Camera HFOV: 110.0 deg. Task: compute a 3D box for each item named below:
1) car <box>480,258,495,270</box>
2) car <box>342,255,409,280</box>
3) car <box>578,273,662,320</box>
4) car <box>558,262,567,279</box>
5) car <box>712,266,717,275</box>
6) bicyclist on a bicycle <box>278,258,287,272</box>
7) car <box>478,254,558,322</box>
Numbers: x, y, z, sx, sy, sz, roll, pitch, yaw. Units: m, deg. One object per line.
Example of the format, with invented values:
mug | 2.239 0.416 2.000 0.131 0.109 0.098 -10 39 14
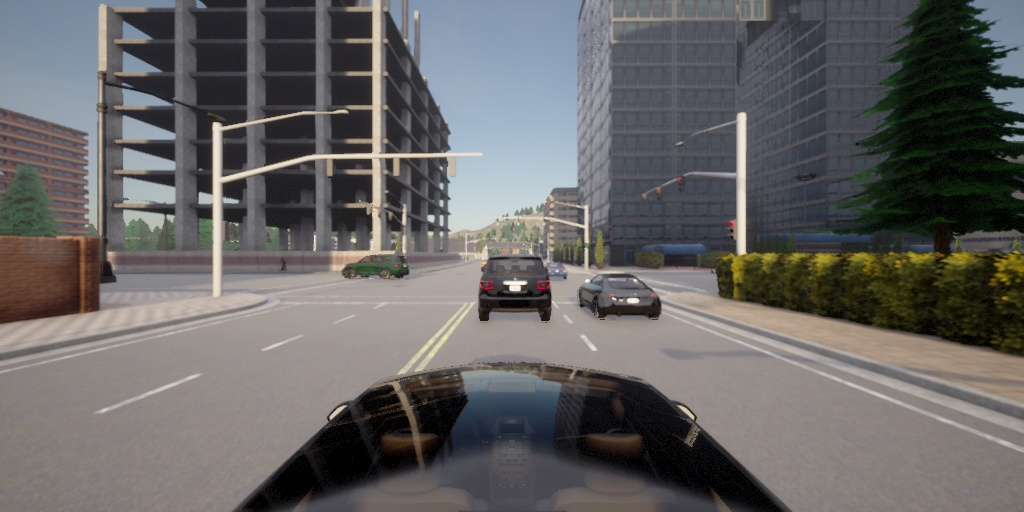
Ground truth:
car | -3.560 1.144 52.989 1.882 1.535 5.008 0 1 0
car | -11.438 0.925 30.151 5.566 2.045 2.150 0 -1 13
car | 3.593 1.296 12.643 1.994 1.385 4.181 0 0 0
car | 3.606 1.249 31.148 2.033 1.411 5.357 0 0 0
car | 21.859 1.188 34.440 4.902 1.511 2.128 0 0 0
bicyclist on a bicycle | -26.432 0.988 41.330 0.582 1.620 1.656 0 0 1
car | 0.089 0.954 12.338 2.150 2.045 5.566 0 0 0
